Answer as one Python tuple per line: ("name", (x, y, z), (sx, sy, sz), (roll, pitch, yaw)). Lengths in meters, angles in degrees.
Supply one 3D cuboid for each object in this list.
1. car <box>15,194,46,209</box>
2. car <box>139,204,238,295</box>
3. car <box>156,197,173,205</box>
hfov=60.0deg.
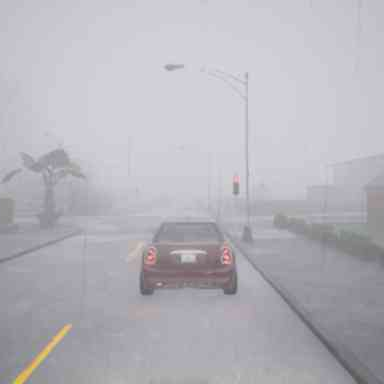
("car", (-20.275, 1.184, 42.574), (1.905, 1.878, 3.866), (0, 0, 34))
("car", (-0.078, 1.381, 8.945), (2.097, 1.767, 4.553), (0, 0, 0))
("car", (-4.720, 1.541, 54.572), (2.097, 1.767, 4.553), (0, 0, 0))
